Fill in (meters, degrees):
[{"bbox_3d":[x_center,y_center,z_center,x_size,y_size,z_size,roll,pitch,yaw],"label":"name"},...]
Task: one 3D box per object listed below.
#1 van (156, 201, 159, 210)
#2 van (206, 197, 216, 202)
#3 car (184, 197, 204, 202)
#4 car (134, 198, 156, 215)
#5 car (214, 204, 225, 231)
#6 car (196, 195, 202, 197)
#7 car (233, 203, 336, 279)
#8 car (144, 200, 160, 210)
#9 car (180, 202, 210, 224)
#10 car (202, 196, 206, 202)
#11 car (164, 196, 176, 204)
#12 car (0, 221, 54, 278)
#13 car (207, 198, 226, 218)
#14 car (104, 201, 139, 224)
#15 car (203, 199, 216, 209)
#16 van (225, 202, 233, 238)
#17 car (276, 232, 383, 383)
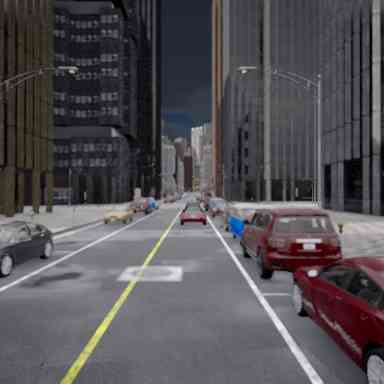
[{"bbox_3d":[-5.763,1.644,43.409,1.690,1.788,3.998,0,0,0],"label":"van"},{"bbox_3d":[2.767,1.606,37.870,1.690,1.788,3.998,0,0,0],"label":"van"},{"bbox_3d":[0.106,1.795,43.433,2.128,1.511,4.902,0,0,0],"label":"car"},{"bbox_3d":[-5.765,1.579,37.884,2.192,1.841,5.009,0,0,0],"label":"car"},{"bbox_3d":[2.769,1.700,21.293,2.008,1.369,4.403,0,0,0],"label":"car"},{"bbox_3d":[2.768,1.907,81.486,2.192,1.841,5.009,0,0,0],"label":"car"},{"bbox_3d":[2.769,1.387,10.244,2.192,1.841,5.009,0,0,0],"label":"car"},{"bbox_3d":[-5.761,1.867,48.762,1.752,1.417,4.829,0,0,0],"label":"car"},{"bbox_3d":[0.103,1.747,26.214,1.994,1.385,4.181,0,0,0],"label":"car"},{"bbox_3d":[2.766,1.619,43.396,2.192,1.841,5.009,0,0,0],"label":"car"},{"bbox_3d":[-5.757,1.907,81.497,2.192,1.841,5.009,0,0,0],"label":"car"},{"bbox_3d":[-5.772,1.622,10.259,2.008,1.369,4.403,0,0,0],"label":"car"},{"bbox_3d":[2.768,1.666,32.345,1.967,1.590,4.097,0,0,0],"label":"car"},{"bbox_3d":[-5.768,1.711,26.663,1.752,1.417,4.829,0,0,0],"label":"car"},{"bbox_3d":[2.766,1.929,54.444,1.887,1.381,4.507,0,0,0],"label":"car"},{"bbox_3d":[2.769,1.452,15.769,1.690,1.788,3.998,0,0,0],"label":"van"},{"bbox_3d":[2.771,1.579,4.717,1.887,1.381,4.507,0,0,0],"label":"car"}]
